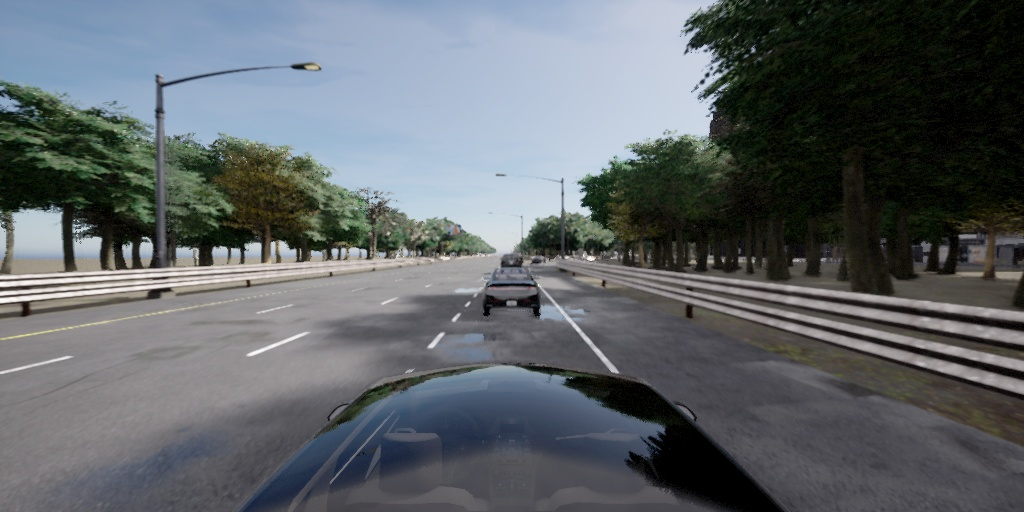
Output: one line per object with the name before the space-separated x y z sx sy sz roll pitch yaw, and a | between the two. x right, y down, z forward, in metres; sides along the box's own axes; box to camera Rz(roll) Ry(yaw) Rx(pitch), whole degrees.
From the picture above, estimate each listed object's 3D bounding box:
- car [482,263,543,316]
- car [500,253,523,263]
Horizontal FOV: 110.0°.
car | -0.014 1.172 13.019 2.128 1.511 4.902 0 0 0
car | -0.032 0.757 37.036 2.150 2.045 5.566 0 0 1
